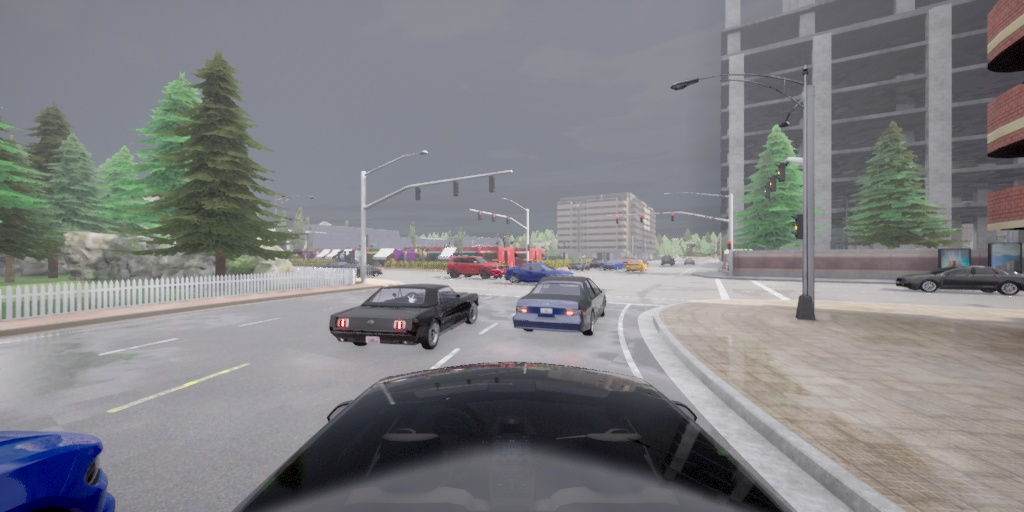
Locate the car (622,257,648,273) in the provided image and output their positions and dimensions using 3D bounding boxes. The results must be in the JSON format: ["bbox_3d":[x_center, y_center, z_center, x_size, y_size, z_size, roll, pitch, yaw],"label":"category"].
[{"bbox_3d":[15.387,1.216,44.097,1.882,1.535,5.008,0,0,30],"label":"car"}]

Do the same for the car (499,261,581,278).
[{"bbox_3d":[1.890,1.254,24.987,5.008,1.535,1.882,0,0,30],"label":"car"}]

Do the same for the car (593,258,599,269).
[{"bbox_3d":[13.183,1.337,54.794,1.895,1.301,4.718,0,0,30],"label":"car"}]

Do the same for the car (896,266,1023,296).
[{"bbox_3d":[24.964,1.305,20.013,4.892,1.490,1.837,0,0,30],"label":"car"}]

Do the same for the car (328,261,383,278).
[{"bbox_3d":[-14.925,1.345,34.656,5.357,1.411,2.033,0,0,30],"label":"car"}]

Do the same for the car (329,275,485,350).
[{"bbox_3d":[-2.292,1.349,9.163,1.895,1.301,4.718,0,0,11],"label":"car"}]

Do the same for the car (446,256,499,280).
[{"bbox_3d":[-3.277,1.011,31.992,5.566,2.045,2.150,-1,0,30],"label":"car"}]

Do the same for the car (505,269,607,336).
[{"bbox_3d":[1.639,1.295,10.534,2.033,1.411,5.357,0,0,20],"label":"car"}]

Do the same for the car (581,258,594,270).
[{"bbox_3d":[8.865,1.302,47.172,1.994,1.385,4.181,0,0,29],"label":"car"}]

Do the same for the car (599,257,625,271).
[{"bbox_3d":[13.866,1.215,48.905,1.882,1.535,5.008,0,0,30],"label":"car"}]

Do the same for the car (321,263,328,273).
[{"bbox_3d":[-20.028,1.343,41.631,5.357,1.411,2.033,0,0,30],"label":"car"}]
